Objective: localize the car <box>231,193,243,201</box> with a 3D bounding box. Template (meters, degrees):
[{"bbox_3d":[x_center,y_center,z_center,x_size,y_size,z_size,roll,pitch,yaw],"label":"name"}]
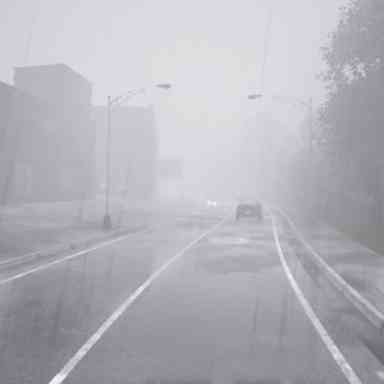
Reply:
[{"bbox_3d":[7.356,0.881,52.581,1.812,1.442,4.674,1,1,-1],"label":"car"}]

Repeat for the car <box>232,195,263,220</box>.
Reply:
[{"bbox_3d":[4.532,1.283,26.158,1.882,1.535,5.008,0,1,12],"label":"car"}]

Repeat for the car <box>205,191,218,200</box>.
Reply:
[{"bbox_3d":[3.328,0.655,58.190,2.128,1.511,4.902,1,2,-4],"label":"car"}]
